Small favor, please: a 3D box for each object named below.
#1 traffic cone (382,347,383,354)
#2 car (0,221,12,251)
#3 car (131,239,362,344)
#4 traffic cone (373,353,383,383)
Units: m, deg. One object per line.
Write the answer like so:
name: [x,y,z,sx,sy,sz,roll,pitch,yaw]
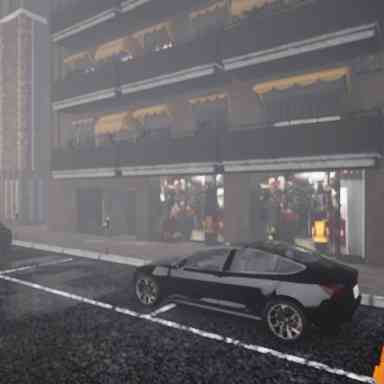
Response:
traffic cone: [2.409,1.954,4.044,0.340,0.580,0.340,0,0,34]
car: [-8.552,1.532,12.618,4.403,1.369,2.008,0,0,34]
car: [0.808,1.561,6.293,4.313,1.339,1.947,0,0,34]
traffic cone: [1.849,1.954,3.216,0.340,0.580,0.340,0,0,34]
